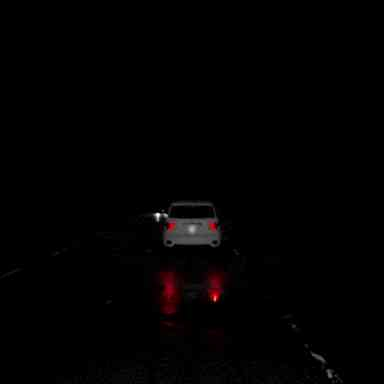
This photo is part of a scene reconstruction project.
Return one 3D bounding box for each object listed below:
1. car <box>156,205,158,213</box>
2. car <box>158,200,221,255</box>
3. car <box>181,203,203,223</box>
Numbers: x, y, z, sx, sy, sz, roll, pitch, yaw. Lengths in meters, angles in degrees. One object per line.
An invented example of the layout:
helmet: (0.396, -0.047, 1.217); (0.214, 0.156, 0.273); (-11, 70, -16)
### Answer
car: (-3.503, 1.939, 42.756); (2.033, 1.411, 5.357); (0, -1, 0)
car: (0.000, 1.354, 14.060); (2.150, 2.045, 5.566); (0, 0, 0)
car: (0.002, 1.785, 29.351); (1.837, 1.490, 4.892); (0, 0, 0)
